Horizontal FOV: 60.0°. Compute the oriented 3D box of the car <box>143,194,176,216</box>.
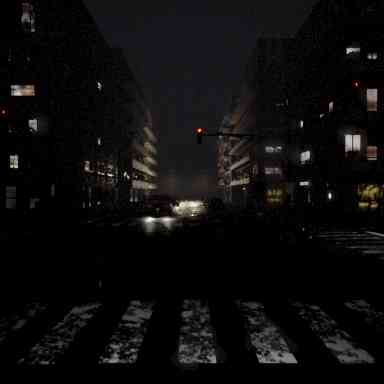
[{"bbox_3d":[-3.071,1.228,32.772,2.150,2.045,5.566,0,0,1],"label":"car"}]

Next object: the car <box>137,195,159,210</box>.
[{"bbox_3d":[-5.649,1.326,43.604,2.192,1.841,5.009,0,0,0],"label":"car"}]

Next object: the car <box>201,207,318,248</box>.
[{"bbox_3d":[2.843,1.521,14.394,4.718,1.301,1.895,-1,0,34],"label":"car"}]

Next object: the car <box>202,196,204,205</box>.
[{"bbox_3d":[2.731,1.451,43.598,1.967,1.590,4.097,0,0,0],"label":"car"}]

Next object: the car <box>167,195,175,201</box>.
[{"bbox_3d":[-5.607,1.594,89.063,2.008,1.369,4.403,0,0,0],"label":"car"}]

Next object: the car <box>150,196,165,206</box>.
[{"bbox_3d":[-5.638,1.457,54.969,1.967,1.590,4.097,0,0,0],"label":"car"}]

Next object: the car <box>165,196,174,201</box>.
[{"bbox_3d":[-5.612,1.589,83.380,2.008,1.369,4.403,0,0,0],"label":"car"}]

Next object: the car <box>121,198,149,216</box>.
[{"bbox_3d":[-5.660,1.572,32.239,1.947,1.339,4.313,0,0,0],"label":"car"}]

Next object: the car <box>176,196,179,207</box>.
[{"bbox_3d":[-3.039,1.366,51.204,2.097,1.767,4.553,0,0,0],"label":"car"}]

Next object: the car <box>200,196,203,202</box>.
[{"bbox_3d":[2.742,1.598,54.963,1.802,1.307,4.206,0,0,0],"label":"car"}]

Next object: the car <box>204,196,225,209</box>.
[{"bbox_3d":[2.726,1.448,37.916,1.967,1.590,4.097,0,0,0],"label":"car"}]

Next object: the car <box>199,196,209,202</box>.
[{"bbox_3d":[2.763,1.584,77.693,2.008,1.369,4.403,0,0,0],"label":"car"}]

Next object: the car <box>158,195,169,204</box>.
[{"bbox_3d":[-5.628,1.464,66.335,1.967,1.590,4.097,0,0,0],"label":"car"}]
